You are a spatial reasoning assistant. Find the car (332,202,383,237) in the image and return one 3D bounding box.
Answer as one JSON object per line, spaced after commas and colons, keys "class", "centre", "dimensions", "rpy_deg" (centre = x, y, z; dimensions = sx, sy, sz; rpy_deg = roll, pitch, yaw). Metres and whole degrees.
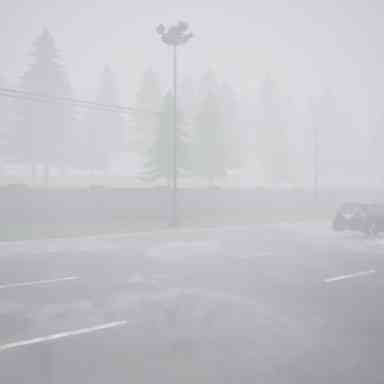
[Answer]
{"class": "car", "centre": [9.815, 1.324, 18.118], "dimensions": [4.553, 1.767, 2.097], "rpy_deg": [0, 0, -30]}
